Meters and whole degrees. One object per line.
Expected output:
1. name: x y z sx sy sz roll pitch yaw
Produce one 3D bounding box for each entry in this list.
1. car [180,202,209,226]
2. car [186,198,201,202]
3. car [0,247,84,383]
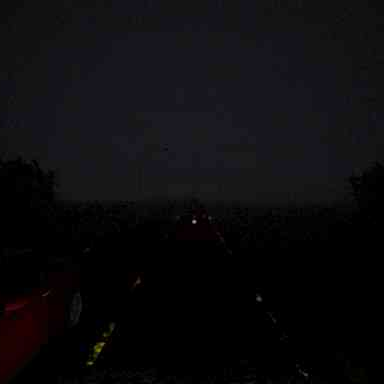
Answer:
1. car: 0.158 1.598 23.290 1.895 1.301 4.718 0 0 1
2. car: 0.245 1.503 42.371 1.812 1.442 4.674 0 0 0
3. car: -2.803 1.527 4.161 1.812 1.442 4.674 0 0 0
